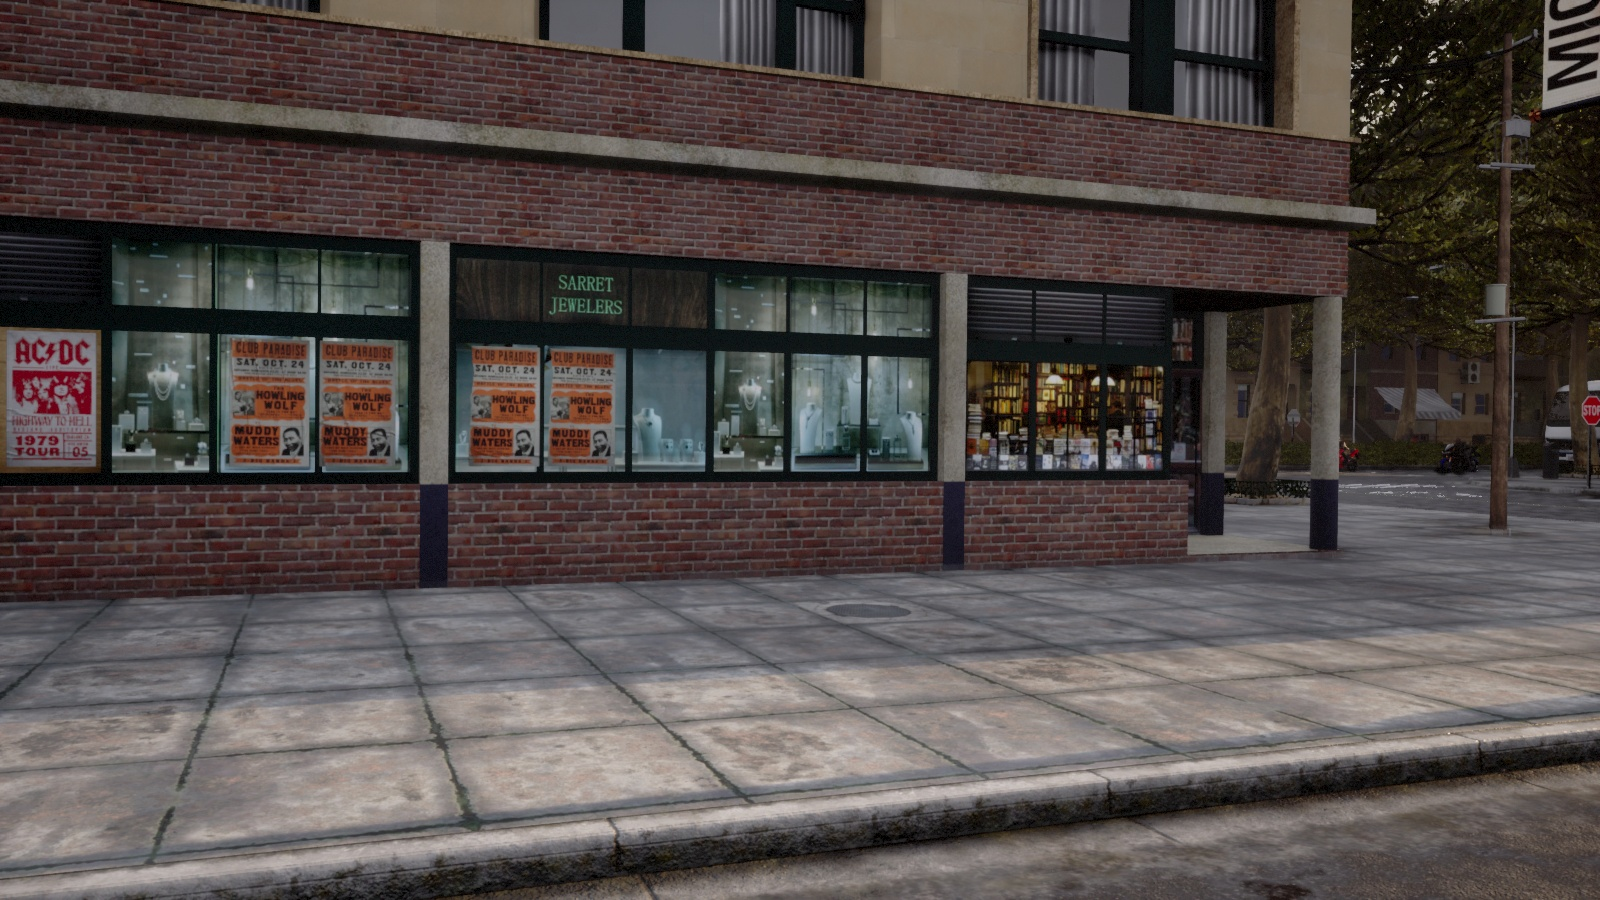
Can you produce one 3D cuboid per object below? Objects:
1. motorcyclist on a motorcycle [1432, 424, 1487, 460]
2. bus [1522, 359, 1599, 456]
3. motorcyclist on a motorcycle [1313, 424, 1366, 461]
[{"bbox_3d":[28.802,-0.371,54.854,2.191,1.530,0.866,-1,1,-21],"label":"motorcyclist on a motorcycle"},{"bbox_3d":[39.354,-1.961,58.861,10.273,4.253,3.944,-1,1,-21],"label":"bus"},{"bbox_3d":[22.523,-0.316,52.435,2.044,1.523,0.797,-1,1,-22],"label":"motorcyclist on a motorcycle"}]
